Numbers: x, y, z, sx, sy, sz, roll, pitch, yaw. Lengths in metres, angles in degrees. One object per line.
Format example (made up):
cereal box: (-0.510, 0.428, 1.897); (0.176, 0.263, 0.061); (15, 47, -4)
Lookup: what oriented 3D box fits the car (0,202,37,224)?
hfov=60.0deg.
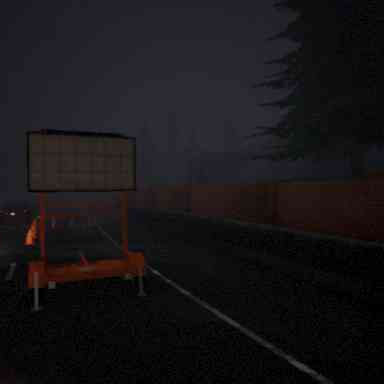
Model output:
car: (-12.289, 1.392, 23.615); (1.994, 1.385, 4.181); (-1, 1, -18)

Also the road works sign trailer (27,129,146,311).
road works sign trailer: (-2.537, 0.392, 7.848); (2.380, 3.560, 2.880); (-1, 1, -23)
